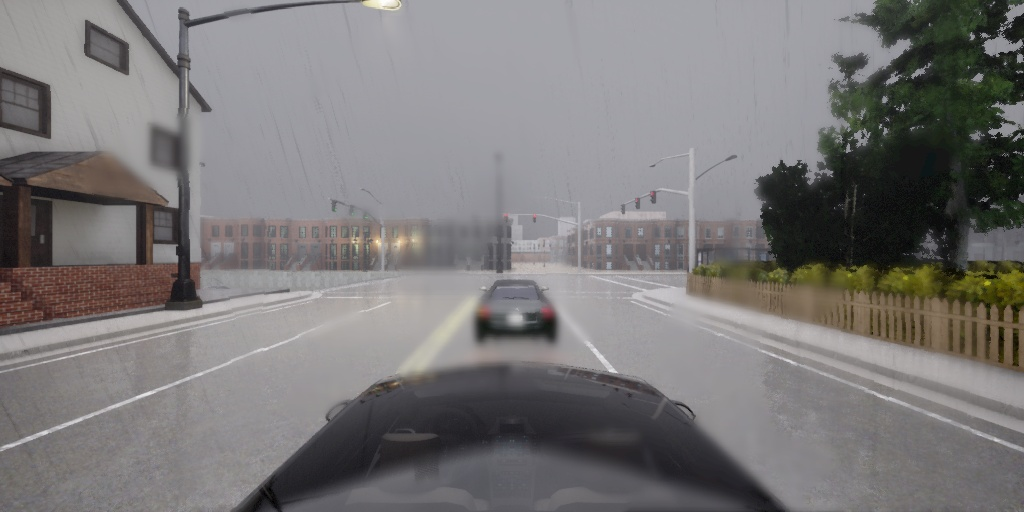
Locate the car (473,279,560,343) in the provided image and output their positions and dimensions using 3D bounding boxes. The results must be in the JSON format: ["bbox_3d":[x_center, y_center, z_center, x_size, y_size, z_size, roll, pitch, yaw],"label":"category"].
[{"bbox_3d":[0.099,1.314,9.657,1.994,1.385,4.181,0,0,0],"label":"car"}]

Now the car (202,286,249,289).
[{"bbox_3d":[-22.438,3.308,26.907,5.566,2.045,2.150,-13,1,-1],"label":"car"}]
